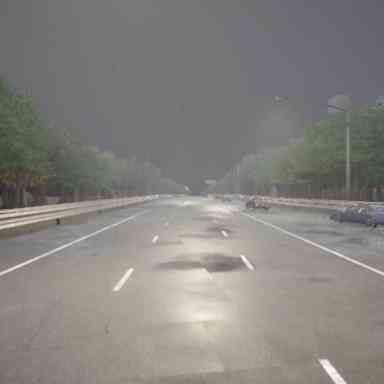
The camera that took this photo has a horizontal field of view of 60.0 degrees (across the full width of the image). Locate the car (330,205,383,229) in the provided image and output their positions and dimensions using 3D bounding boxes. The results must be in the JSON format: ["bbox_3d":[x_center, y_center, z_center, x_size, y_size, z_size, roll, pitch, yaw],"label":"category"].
[{"bbox_3d":[11.467,1.538,21.860,2.033,1.411,5.357,0,0,-14],"label":"car"}]

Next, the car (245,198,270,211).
[{"bbox_3d":[7.724,1.478,39.707,2.033,1.411,5.357,0,0,-4],"label":"car"}]

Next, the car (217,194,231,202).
[{"bbox_3d":[7.019,1.404,69.319,2.033,1.411,5.357,0,0,0],"label":"car"}]

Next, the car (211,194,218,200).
[{"bbox_3d":[7.087,1.247,92.219,2.097,1.767,4.553,0,0,0],"label":"car"}]
